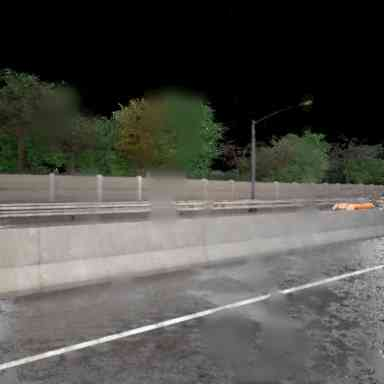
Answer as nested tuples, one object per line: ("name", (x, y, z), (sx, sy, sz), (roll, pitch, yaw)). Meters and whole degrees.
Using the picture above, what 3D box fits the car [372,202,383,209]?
("car", (7.470, 1.236, 9.055), (5.566, 2.045, 2.150), (0, 0, -35))

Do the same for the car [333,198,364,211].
("car", (15.641, 1.396, 32.206), (4.553, 1.767, 2.097), (0, 0, -35))

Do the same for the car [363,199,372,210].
("car", (17.649, 1.535, 29.340), (4.902, 1.511, 2.128), (0, 0, -35))
